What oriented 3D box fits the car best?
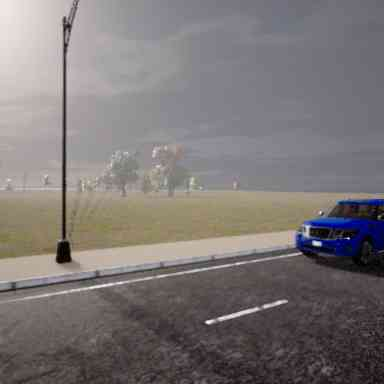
[{"bbox_3d":[6.185,1.286,12.090,5.566,2.045,2.150,0,0,-35],"label":"car"}]
